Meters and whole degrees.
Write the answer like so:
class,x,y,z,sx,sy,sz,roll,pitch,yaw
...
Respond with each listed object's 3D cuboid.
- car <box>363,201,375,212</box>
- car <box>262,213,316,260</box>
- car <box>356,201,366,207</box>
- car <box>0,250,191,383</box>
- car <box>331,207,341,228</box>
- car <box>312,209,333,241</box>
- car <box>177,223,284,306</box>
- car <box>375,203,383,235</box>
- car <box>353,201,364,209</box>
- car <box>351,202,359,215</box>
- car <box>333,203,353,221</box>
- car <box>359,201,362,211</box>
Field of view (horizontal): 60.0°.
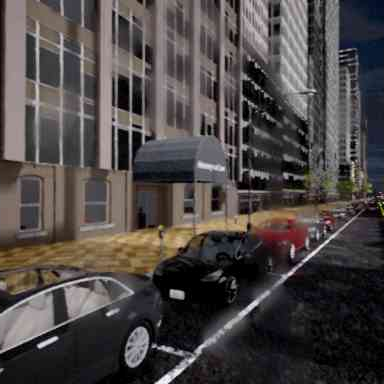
class,x,y,z,sx,sy,sz,roll,pitch,yaw
car,28.508,2.435,52.635,1.812,1.442,4.674,0,-1,29
car,3.538,1.748,13.437,1.887,1.381,4.507,-1,-1,29
car,39.546,2.887,77.947,1.947,1.339,4.313,-1,-1,29
car,-2.001,1.581,3.512,2.008,1.369,4.403,-1,-1,29
car,9.078,1.958,23.361,1.802,1.307,4.206,-1,-1,29
car,6.308,1.840,18.400,2.008,1.369,4.403,-1,-1,29
car,0.768,1.682,8.474,1.947,1.339,4.313,-1,-1,29
car,11.339,1.521,16.013,5.566,2.045,2.150,0,-1,-37
car,33.924,2.673,67.875,1.752,1.417,4.829,-1,-1,29
car,20.157,2.271,43.211,2.008,1.369,4.403,-1,-1,29
car,14.617,2.099,33.286,2.008,1.369,4.403,-1,-1,29
car,25.696,2.475,53.135,1.802,1.307,4.206,-1,-1,29
